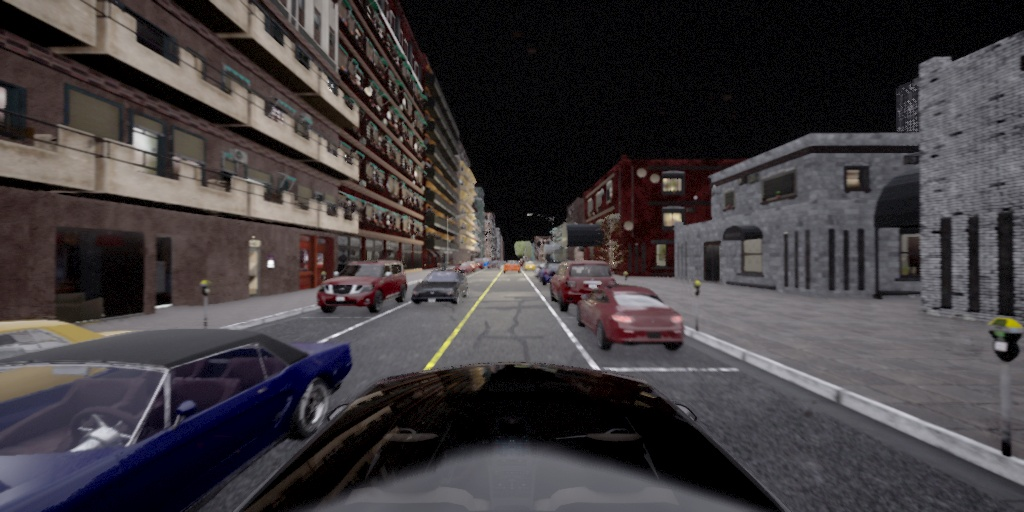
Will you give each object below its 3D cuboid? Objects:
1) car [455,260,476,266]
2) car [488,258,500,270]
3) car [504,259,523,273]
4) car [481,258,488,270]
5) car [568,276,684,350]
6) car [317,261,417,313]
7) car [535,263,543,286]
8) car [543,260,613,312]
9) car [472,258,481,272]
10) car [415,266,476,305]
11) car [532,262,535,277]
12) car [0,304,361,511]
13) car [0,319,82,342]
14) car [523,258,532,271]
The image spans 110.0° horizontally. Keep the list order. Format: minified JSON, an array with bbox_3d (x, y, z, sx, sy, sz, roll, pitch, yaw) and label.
[{"bbox_3d":[-5.685,1.449,42.092,1.888,1.381,4.507,0,0,0],"label":"car"},{"bbox_3d":[-3.034,1.549,60.186,1.994,1.385,4.181,0,0,1],"label":"car"},{"bbox_3d":[0.029,1.300,46.771,2.097,1.767,4.553,0,0,1],"label":"car"},{"bbox_3d":[-5.683,1.293,58.709,2.192,1.841,5.009,0,0,0],"label":"car"},{"bbox_3d":[2.692,1.356,8.856,1.802,1.307,4.207,0,0,0],"label":"car"},{"bbox_3d":[-5.689,1.108,14.396,2.192,1.841,5.009,0,0,0],"label":"car"},{"bbox_3d":[3.116,1.191,26.552,2.097,1.767,4.553,0,0,0],"label":"car"},{"bbox_3d":[2.692,1.108,14.395,2.192,1.841,5.009,0,0,0],"label":"car"},{"bbox_3d":[-5.684,1.368,47.630,1.967,1.591,4.097,0,0,0],"label":"car"},{"bbox_3d":[-3.087,1.348,16.493,2.033,1.411,5.357,0,0,0],"label":"car"},{"bbox_3d":[3.153,1.393,33.581,1.812,1.442,4.674,0,0,0],"label":"car"},{"bbox_3d":[-3.097,1.354,2.645,1.895,1.301,4.718,0,0,0],"label":"car"},{"bbox_3d":[-5.690,1.281,3.147,1.751,1.417,4.829,0,0,0],"label":"car"},{"bbox_3d":[2.697,1.478,53.339,1.751,1.417,4.829,0,0,0],"label":"car"}]
